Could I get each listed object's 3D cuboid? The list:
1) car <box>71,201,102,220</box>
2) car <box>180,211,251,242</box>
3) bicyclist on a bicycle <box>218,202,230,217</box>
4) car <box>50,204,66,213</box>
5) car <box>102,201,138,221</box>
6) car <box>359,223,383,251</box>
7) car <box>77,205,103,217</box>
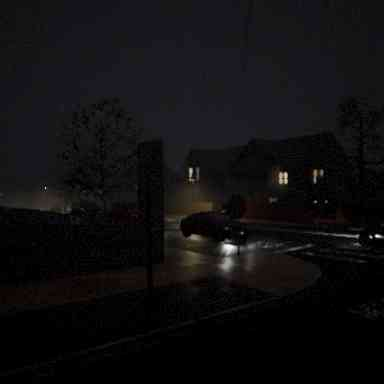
[{"bbox_3d":[-11.139,1.986,35.318,2.150,2.045,5.566,-1,-1,-35],"label":"car"},{"bbox_3d":[1.101,1.792,18.237,1.812,1.442,4.674,-1,-1,-36],"label":"car"},{"bbox_3d":[2.582,1.586,26.206,1.656,1.620,0.582,-2,0,-36],"label":"bicyclist on a bicycle"},{"bbox_3d":[-22.776,2.806,56.605,1.812,1.442,4.674,-1,-1,-36],"label":"car"},{"bbox_3d":[-4.925,1.733,26.639,2.150,2.045,5.566,-1,-1,-36],"label":"car"},{"bbox_3d":[7.949,1.580,11.950,1.994,1.385,4.181,-1,0,-6],"label":"car"},{"bbox_3d":[-13.377,2.422,43.494,1.812,1.442,4.674,-1,-1,-36],"label":"car"}]
